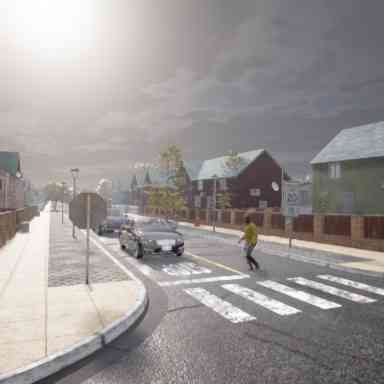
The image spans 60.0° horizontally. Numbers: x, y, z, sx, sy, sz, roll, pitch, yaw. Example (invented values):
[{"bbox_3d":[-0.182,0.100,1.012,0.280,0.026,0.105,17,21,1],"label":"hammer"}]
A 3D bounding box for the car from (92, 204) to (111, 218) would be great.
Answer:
[{"bbox_3d":[-13.137,2.714,48.171,2.097,1.767,4.553,1,-2,-23],"label":"car"}]

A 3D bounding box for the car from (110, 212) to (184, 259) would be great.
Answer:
[{"bbox_3d":[-1.868,1.819,14.227,2.128,1.511,4.902,1,-2,-23],"label":"car"}]

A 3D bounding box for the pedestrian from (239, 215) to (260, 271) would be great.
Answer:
[{"bbox_3d":[1.800,1.525,10.323,0.375,1.860,0.375,0,0,-23],"label":"pedestrian"}]

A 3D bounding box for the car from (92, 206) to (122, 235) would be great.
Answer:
[{"bbox_3d":[-5.615,1.940,23.028,2.097,1.767,4.553,1,-2,-23],"label":"car"}]
